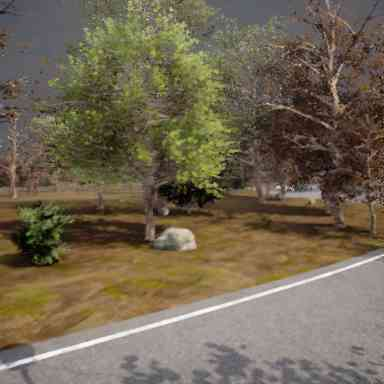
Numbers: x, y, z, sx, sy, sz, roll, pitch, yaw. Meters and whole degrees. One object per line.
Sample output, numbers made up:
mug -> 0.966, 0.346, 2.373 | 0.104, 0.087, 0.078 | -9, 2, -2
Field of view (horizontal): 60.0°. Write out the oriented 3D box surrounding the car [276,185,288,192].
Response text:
car -> 16.305, -0.838, 60.132 | 1.812, 1.442, 4.674 | -3, 3, 19

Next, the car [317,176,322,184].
car -> 29.052, -2.326, 70.159 | 5.357, 1.411, 2.033 | -5, 3, -24

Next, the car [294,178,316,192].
car -> 18.604, -1.093, 55.787 | 2.150, 2.045, 5.566 | -4, 3, 8

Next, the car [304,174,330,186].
car -> 27.481, -2.671, 72.989 | 5.566, 2.045, 2.150 | -6, 3, -29
